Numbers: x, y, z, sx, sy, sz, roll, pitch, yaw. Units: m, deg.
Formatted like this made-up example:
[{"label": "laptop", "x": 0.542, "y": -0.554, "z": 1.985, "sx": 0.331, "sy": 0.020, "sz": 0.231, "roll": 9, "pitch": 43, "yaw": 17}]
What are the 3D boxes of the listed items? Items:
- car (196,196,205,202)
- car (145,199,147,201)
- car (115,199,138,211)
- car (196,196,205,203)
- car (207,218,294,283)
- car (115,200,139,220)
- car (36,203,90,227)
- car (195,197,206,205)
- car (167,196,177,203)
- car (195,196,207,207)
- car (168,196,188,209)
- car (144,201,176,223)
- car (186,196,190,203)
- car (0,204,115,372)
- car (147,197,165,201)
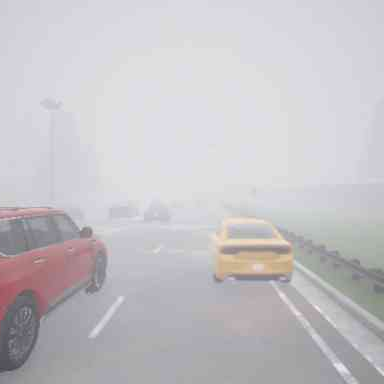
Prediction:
[{"label": "car", "x": 2.142, "y": 1.718, "z": 83.364, "sx": 2.128, "sy": 1.511, "sz": 4.902, "roll": 0, "pitch": 0, "yaw": 1}, {"label": "car", "x": -8.615, "y": 1.888, "z": 69.289, "sx": 1.994, "sy": 1.385, "sz": 4.181, "roll": 0, "pitch": 0, "yaw": 1}, {"label": "car", "x": -9.180, "y": 1.789, "z": 46.865, "sx": 2.033, "sy": 1.411, "sz": 5.357, "roll": 0, "pitch": 0, "yaw": 1}, {"label": "car", "x": 1.932, "y": 1.753, "z": 75.025, "sx": 1.837, "sy": 1.490, "sz": 4.892, "roll": 0, "pitch": 0, "yaw": 1}, {"label": "car", "x": 1.514, "y": 1.505, "z": 9.803, "sx": 1.882, "sy": 1.535, "sz": 5.008, "roll": 0, "pitch": 0, "yaw": 1}, {"label": "car", "x": -6.102, "y": 1.635, "z": 30.115, "sx": 1.882, "sy": 1.535, "sz": 5.008, "roll": 0, "pitch": 0, "yaw": 1}, {"label": "car", "x": -9.719, "y": 1.655, "z": 25.513, "sx": 2.128, "sy": 1.511, "sz": 4.902, "roll": 0, "pitch": 0, "yaw": 1}, {"label": "car", "x": 1.711, "y": 1.805, "z": 66.228, "sx": 1.994, "sy": 1.385, "sz": 4.181, "roll": 0, "pitch": 0, "yaw": 1}, {"label": "car", "x": -4.899, "y": 1.824, "z": 81.772, "sx": 1.882, "sy": 1.535, "sz": 5.008, "roll": 0, "pitch": 0, "yaw": 1}, {"label": "car", "x": 1.469, "y": 1.770, "z": 56.614, "sx": 1.994, "sy": 1.385, "sz": 4.181, "roll": 0, "pitch": 0, "yaw": 1}, {"label": "car", "x": -2.120, "y": 1.750, "z": 49.115, "sx": 2.033, "sy": 1.411, "sz": 5.357, "roll": 0, "pitch": 0, "yaw": 1}, {"label": "car", "x": -2.676, "y": 1.686, "z": 27.122, "sx": 1.994, "sy": 1.385, "sz": 4.181, "roll": 0, "pitch": 0, "yaw": 1}, {"label": "car", "x": -1.540, "y": 1.656, "z": 75.946, "sx": 2.097, "sy": 1.767, "sz": 4.553, "roll": 0, "pitch": 0, "yaw": 1}, {"label": "car", "x": -3.214, "y": 1.265, "z": 5.879, "sx": 2.150, "sy": 2.045, "sz": 5.566, "roll": 0, "pitch": 0, "yaw": 1}, {"label": "car", "x": -5.512, "y": 1.594, "z": 53.535, "sx": 2.097, "sy": 1.767, "sz": 4.553, "roll": 0, "pitch": 0, "yaw": 1}]
